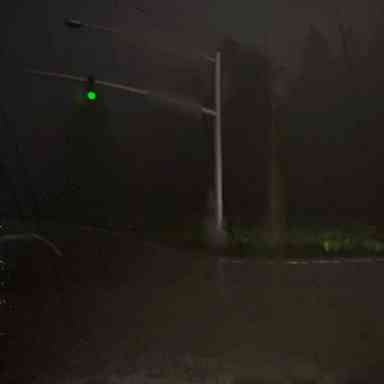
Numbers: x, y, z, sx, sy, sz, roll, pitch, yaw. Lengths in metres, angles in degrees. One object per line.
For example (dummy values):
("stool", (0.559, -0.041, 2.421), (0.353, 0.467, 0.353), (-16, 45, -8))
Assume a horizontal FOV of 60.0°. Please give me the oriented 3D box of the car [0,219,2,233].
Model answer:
("car", (-12.248, 1.537, 18.583), (4.892, 1.490, 1.837), (0, 0, 43))
